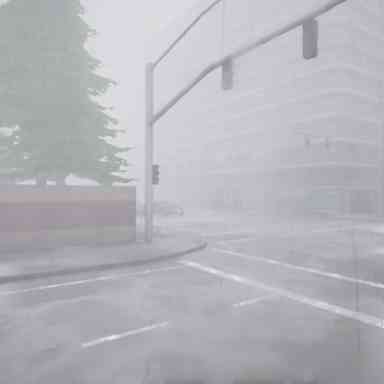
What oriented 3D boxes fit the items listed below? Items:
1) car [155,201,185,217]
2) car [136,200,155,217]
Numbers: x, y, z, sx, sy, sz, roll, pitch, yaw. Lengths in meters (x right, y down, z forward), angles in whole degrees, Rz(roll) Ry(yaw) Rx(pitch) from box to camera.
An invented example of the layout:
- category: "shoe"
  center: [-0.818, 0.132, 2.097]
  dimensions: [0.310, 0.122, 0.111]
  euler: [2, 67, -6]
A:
- category: "car"
  center: [-2.571, 1.602, 32.536]
  dimensions: [2.128, 1.511, 4.902]
  euler: [0, 0, -35]
- category: "car"
  center: [-5.713, 1.452, 30.929]
  dimensions: [2.097, 1.767, 4.553]
  euler: [0, 0, -35]
